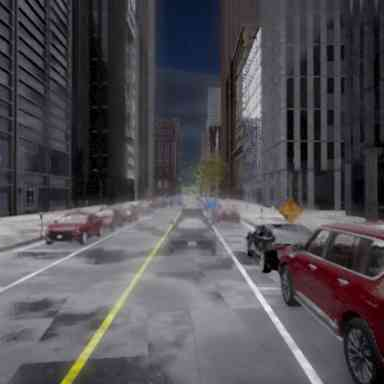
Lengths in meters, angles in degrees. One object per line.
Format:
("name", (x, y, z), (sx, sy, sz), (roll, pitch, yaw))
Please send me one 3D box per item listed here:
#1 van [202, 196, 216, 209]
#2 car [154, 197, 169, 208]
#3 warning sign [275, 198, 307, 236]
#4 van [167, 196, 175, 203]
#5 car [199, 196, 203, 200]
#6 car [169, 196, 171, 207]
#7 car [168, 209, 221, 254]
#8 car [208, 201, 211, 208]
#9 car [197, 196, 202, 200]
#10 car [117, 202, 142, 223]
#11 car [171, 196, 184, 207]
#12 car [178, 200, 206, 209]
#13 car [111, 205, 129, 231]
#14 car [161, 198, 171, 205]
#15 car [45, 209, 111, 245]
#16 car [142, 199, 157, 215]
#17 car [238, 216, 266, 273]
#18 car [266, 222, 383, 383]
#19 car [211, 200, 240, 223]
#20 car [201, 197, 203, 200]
("van", (2.875, 1.773, 50.296), (1.690, 1.788, 3.998), (0, 0, 0))
("car", (-5.649, 1.788, 55.961), (2.192, 1.841, 5.009), (0, 0, 0))
("warning sign", (5.072, 1.268, 17.083), (1.300, 1.860, 1.060), (0, -1, 0))
("van", (-5.639, 2.050, 89.792), (1.690, 1.788, 3.998), (0, 0, 0))
("car", (2.887, 2.076, 67.419), (1.752, 1.417, 4.829), (0, 0, 1))
("car", (-5.648, 1.828, 61.601), (2.192, 1.841, 5.009), (0, 0, 0))
("car", (0.028, 1.651, 13.906), (1.812, 1.442, 4.674), (0, 0, 1))
("car", (2.869, 1.877, 33.375), (1.802, 1.307, 4.206), (0, 0, 0))
("car", (2.884, 2.105, 84.135), (1.967, 1.590, 4.097), (0, 0, 0))
("car", (-5.659, 1.687, 27.763), (1.967, 1.590, 4.097), (0, -1, 0))
("car", (-3.001, 1.753, 64.535), (2.150, 2.045, 5.566), (0, 0, 1))
("car", (0.036, 1.737, 29.241), (1.882, 1.535, 5.008), (0, 0, 1))
("car", (-5.661, 1.779, 22.122), (1.802, 1.307, 4.206), (0, -1, 0))
("car", (-5.645, 2.111, 72.667), (1.752, 1.417, 4.829), (0, 0, 1))
("car", (-5.662, 1.692, 16.484), (1.887, 1.381, 4.507), (0, -1, 0))
("car", (-5.655, 1.894, 39.040), (2.008, 1.369, 4.403), (0, 0, 0))
("car", (2.862, 1.664, 10.816), (1.947, 1.339, 4.313), (0, -1, 0))
("car", (2.860, 1.364, 5.178), (2.192, 1.841, 5.009), (0, -1, 0))
("car", (2.867, 1.686, 27.735), (1.967, 1.590, 4.097), (0, 0, 0))
("car", (2.877, 1.999, 56.106), (1.752, 1.417, 4.829), (0, 0, 0))
